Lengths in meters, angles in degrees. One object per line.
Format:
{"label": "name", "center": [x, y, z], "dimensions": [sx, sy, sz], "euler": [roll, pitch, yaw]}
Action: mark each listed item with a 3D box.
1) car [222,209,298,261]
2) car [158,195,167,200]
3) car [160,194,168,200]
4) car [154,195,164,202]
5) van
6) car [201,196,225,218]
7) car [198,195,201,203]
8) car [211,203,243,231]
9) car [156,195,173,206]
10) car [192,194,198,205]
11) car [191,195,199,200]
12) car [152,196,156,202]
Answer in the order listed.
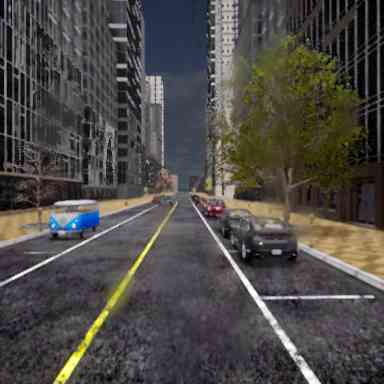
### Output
{"label": "car", "center": [2.446, 1.531, 11.973], "dimensions": [2.008, 1.369, 4.403], "euler": [0, 0, -1]}
{"label": "car", "center": [-7.588, 1.372, 85.777], "dimensions": [1.887, 1.381, 4.507], "euler": [0, 0, -1]}
{"label": "car", "center": [-7.716, 1.374, 91.468], "dimensions": [1.947, 1.339, 4.313], "euler": [0, 0, -1]}
{"label": "car", "center": [-7.333, 1.447, 74.395], "dimensions": [1.802, 1.307, 4.206], "euler": [0, 0, -1]}
{"label": "van", "center": [-6.061, 1.343, 17.481], "dimensions": [1.690, 1.788, 3.998], "euler": [0, 0, -1]}
{"label": "car", "center": [2.064, 1.390, 29.047], "dimensions": [1.967, 1.590, 4.097], "euler": [0, 0, -1]}
{"label": "car", "center": [1.936, 1.378, 34.737], "dimensions": [1.967, 1.590, 4.097], "euler": [0, 0, -1]}
{"label": "car", "center": [2.318, 1.522, 17.664], "dimensions": [2.008, 1.369, 4.403], "euler": [0, 0, -1]}
{"label": "car", "center": [-4.189, 1.277, 54.036], "dimensions": [2.097, 1.767, 4.553], "euler": [0, 0, -1]}
{"label": "car", "center": [1.427, 1.430, 57.502], "dimensions": [1.887, 1.381, 4.507], "euler": [0, 0, -1]}
{"label": "car", "center": [0.791, 1.363, 85.956], "dimensions": [1.947, 1.339, 4.313], "euler": [0, 0, -1]}
{"label": "car", "center": [-7.206, 1.427, 68.702], "dimensions": [1.887, 1.381, 4.507], "euler": [0, 0, -1]}
